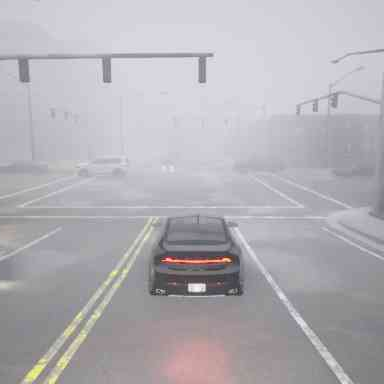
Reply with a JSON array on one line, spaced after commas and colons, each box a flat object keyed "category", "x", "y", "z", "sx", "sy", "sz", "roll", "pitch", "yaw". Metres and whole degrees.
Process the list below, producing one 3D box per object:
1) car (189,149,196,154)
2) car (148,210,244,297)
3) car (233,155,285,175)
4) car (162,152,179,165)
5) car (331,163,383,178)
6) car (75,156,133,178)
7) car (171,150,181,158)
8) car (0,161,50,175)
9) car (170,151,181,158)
[{"category": "car", "x": 0.091, "y": -10.924, "z": 89.926, "sx": 1.994, "sy": 1.385, "sz": 4.181, "roll": 0, "pitch": 9, "yaw": 0}, {"category": "car", "x": 0.080, "y": 1.201, "z": 8.008, "sx": 1.837, "sy": 1.490, "sz": 4.892, "roll": 0, "pitch": 4, "yaw": 0}, {"category": "car", "x": 7.279, "y": -3.004, "z": 36.274, "sx": 5.566, "sy": 2.045, "sz": 2.150, "roll": 0, "pitch": 9, "yaw": 0}, {"category": "car", "x": -3.545, "y": -4.888, "z": 50.673, "sx": 2.033, "sy": 1.411, "sz": 5.357, "roll": 0, "pitch": 9, "yaw": 0}, {"category": "car", "x": 16.676, "y": -2.146, "z": 32.827, "sx": 5.357, "sy": 1.411, "sz": 2.033, "roll": 0, "pitch": 9, "yaw": 2}, {"category": "car", "x": -8.637, "y": -2.480, "z": 32.882, "sx": 5.566, "sy": 2.045, "sz": 2.150, "roll": 0, "pitch": 9, "yaw": 0}, {"category": "car", "x": -3.428, "y": -8.084, "z": 70.981, "sx": 1.882, "sy": 1.535, "sz": 5.008, "roll": 0, "pitch": 9, "yaw": 0}, {"category": "car", "x": -18.469, "y": -2.694, "z": 36.431, "sx": 5.357, "sy": 1.411, "sz": 2.033, "roll": 0, "pitch": 9, "yaw": 0}, {"category": "car", "x": -3.506, "y": -6.645, "z": 60.803, "sx": 2.097, "sy": 1.767, "sz": 4.553, "roll": 0, "pitch": 9, "yaw": 0}]
